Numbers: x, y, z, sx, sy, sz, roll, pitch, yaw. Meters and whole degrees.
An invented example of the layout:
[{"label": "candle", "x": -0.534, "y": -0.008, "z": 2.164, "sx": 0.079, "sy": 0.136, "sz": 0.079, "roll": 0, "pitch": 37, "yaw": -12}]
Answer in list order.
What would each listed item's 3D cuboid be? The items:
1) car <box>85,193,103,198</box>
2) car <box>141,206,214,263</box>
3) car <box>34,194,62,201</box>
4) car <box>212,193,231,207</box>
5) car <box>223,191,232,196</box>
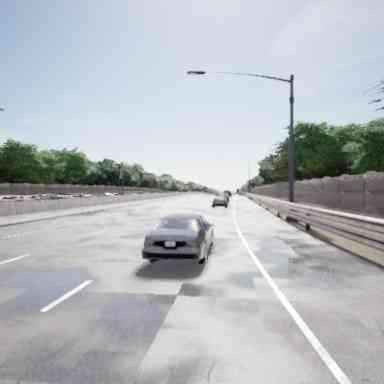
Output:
[{"label": "car", "x": -18.531, "y": 0.988, "z": 63.230, "sx": 2.033, "sy": 1.411, "sz": 5.357, "roll": 0, "pitch": 1, "yaw": 7}, {"label": "car", "x": -0.292, "y": 1.451, "z": 11.608, "sx": 2.033, "sy": 1.411, "sz": 5.357, "roll": 0, "pitch": 0, "yaw": 7}, {"label": "car", "x": -20.539, "y": 1.055, "z": 47.674, "sx": 1.882, "sy": 1.535, "sz": 5.008, "roll": 0, "pitch": 0, "yaw": 8}, {"label": "car", "x": 3.667, "y": 1.211, "z": 43.249, "sx": 1.994, "sy": 1.385, "sz": 4.181, "roll": 0, "pitch": 0, "yaw": 7}, {"label": "car", "x": 5.657, "y": 1.002, "z": 59.153, "sx": 2.128, "sy": 1.511, "sz": 4.902, "roll": 0, "pitch": 1, "yaw": 7}]
